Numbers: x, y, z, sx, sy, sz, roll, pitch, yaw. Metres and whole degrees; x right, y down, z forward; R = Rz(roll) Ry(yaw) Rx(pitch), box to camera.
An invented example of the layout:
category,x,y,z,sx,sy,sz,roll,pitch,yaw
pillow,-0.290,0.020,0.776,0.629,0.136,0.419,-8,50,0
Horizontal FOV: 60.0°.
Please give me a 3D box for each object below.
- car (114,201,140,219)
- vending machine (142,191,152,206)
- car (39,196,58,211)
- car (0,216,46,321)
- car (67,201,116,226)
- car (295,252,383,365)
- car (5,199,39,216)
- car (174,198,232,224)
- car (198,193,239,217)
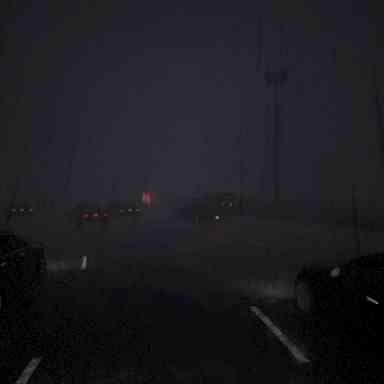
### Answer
category,x,y,z,sx,sy,sz,roll,pitch,yaw
car,-6.042,1.432,27.564,2.033,1.411,5.357,0,0,-31
vending machine,-6.705,0.970,49.515,1.100,2.100,0.880,0,0,-32
car,-16.949,1.232,38.567,2.097,1.767,4.553,0,0,-32
car,-4.336,1.490,6.630,1.837,1.490,4.892,0,0,-11
car,-7.114,1.464,22.531,2.033,1.411,5.357,0,0,-30
car,3.024,1.488,4.399,1.812,1.442,4.674,0,0,-6
car,-14.635,1.470,28.195,2.033,1.411,5.357,0,0,-32
car,0.434,1.380,23.532,1.837,1.490,4.892,0,0,-30
car,1.661,1.065,28.407,2.150,2.045,5.566,0,0,-31
